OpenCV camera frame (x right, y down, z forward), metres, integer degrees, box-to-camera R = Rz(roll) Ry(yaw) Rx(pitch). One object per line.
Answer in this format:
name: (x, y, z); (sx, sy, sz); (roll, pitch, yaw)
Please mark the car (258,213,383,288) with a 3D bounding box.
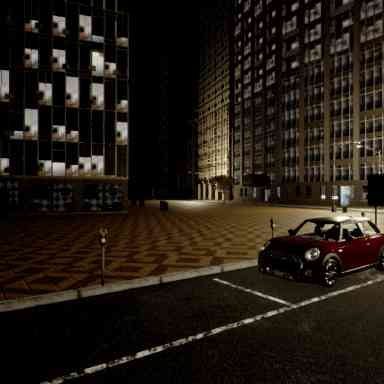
car: (3.710, 1.439, 9.208); (4.097, 1.590, 1.967); (0, 0, -36)
